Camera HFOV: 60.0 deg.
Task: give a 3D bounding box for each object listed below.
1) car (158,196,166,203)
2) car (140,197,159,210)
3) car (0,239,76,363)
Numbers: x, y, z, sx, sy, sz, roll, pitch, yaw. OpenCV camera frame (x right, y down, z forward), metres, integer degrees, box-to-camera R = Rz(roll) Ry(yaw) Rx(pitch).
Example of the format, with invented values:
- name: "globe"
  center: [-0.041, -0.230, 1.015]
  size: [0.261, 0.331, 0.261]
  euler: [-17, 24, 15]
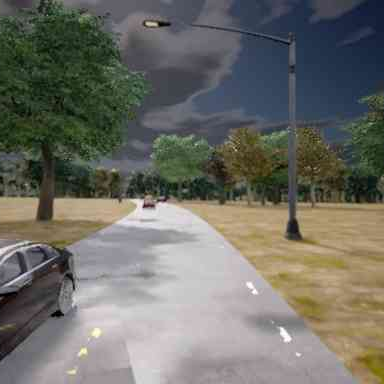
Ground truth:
- name: "car"
  center: [-7.409, 1.819, 79.680]
  size: [1.882, 1.535, 5.008]
  euler: [0, 0, -12]
- name: "car"
  center: [-6.130, 1.821, 47.525]
  size: [1.895, 1.301, 4.718]
  euler: [0, 0, -7]
- name: "car"
  center: [-3.172, 1.511, 4.683]
  size: [2.128, 1.511, 4.902]
  euler: [0, 0, -1]
